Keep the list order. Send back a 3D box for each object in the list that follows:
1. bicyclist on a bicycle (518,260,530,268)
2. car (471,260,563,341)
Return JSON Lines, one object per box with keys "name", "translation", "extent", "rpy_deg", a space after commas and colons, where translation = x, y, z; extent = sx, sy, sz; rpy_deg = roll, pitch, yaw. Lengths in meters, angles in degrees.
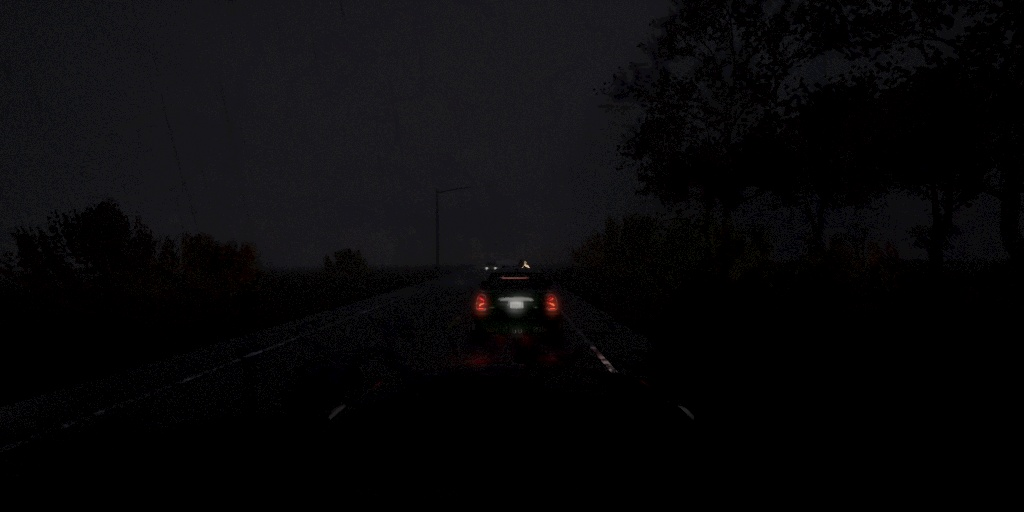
{"name": "bicyclist on a bicycle", "translation": [0.960, 1.177, 25.825], "extent": [0.866, 1.612, 1.509], "rpy_deg": [0, 0, 1]}
{"name": "car", "translation": [0.109, 1.099, 10.002], "extent": [2.097, 1.767, 4.553], "rpy_deg": [0, 0, 0]}
